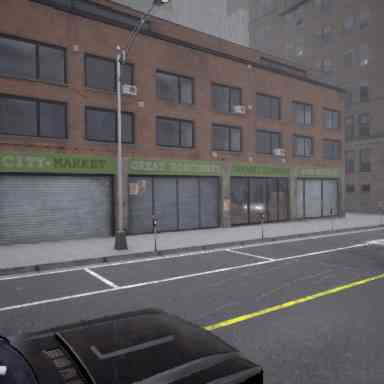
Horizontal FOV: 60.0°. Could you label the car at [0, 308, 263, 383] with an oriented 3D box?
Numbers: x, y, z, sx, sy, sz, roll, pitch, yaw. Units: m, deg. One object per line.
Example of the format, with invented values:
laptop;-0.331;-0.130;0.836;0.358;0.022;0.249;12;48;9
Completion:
car;-1.673;1.601;2.123;4.718;1.301;1.895;0;0;-35
